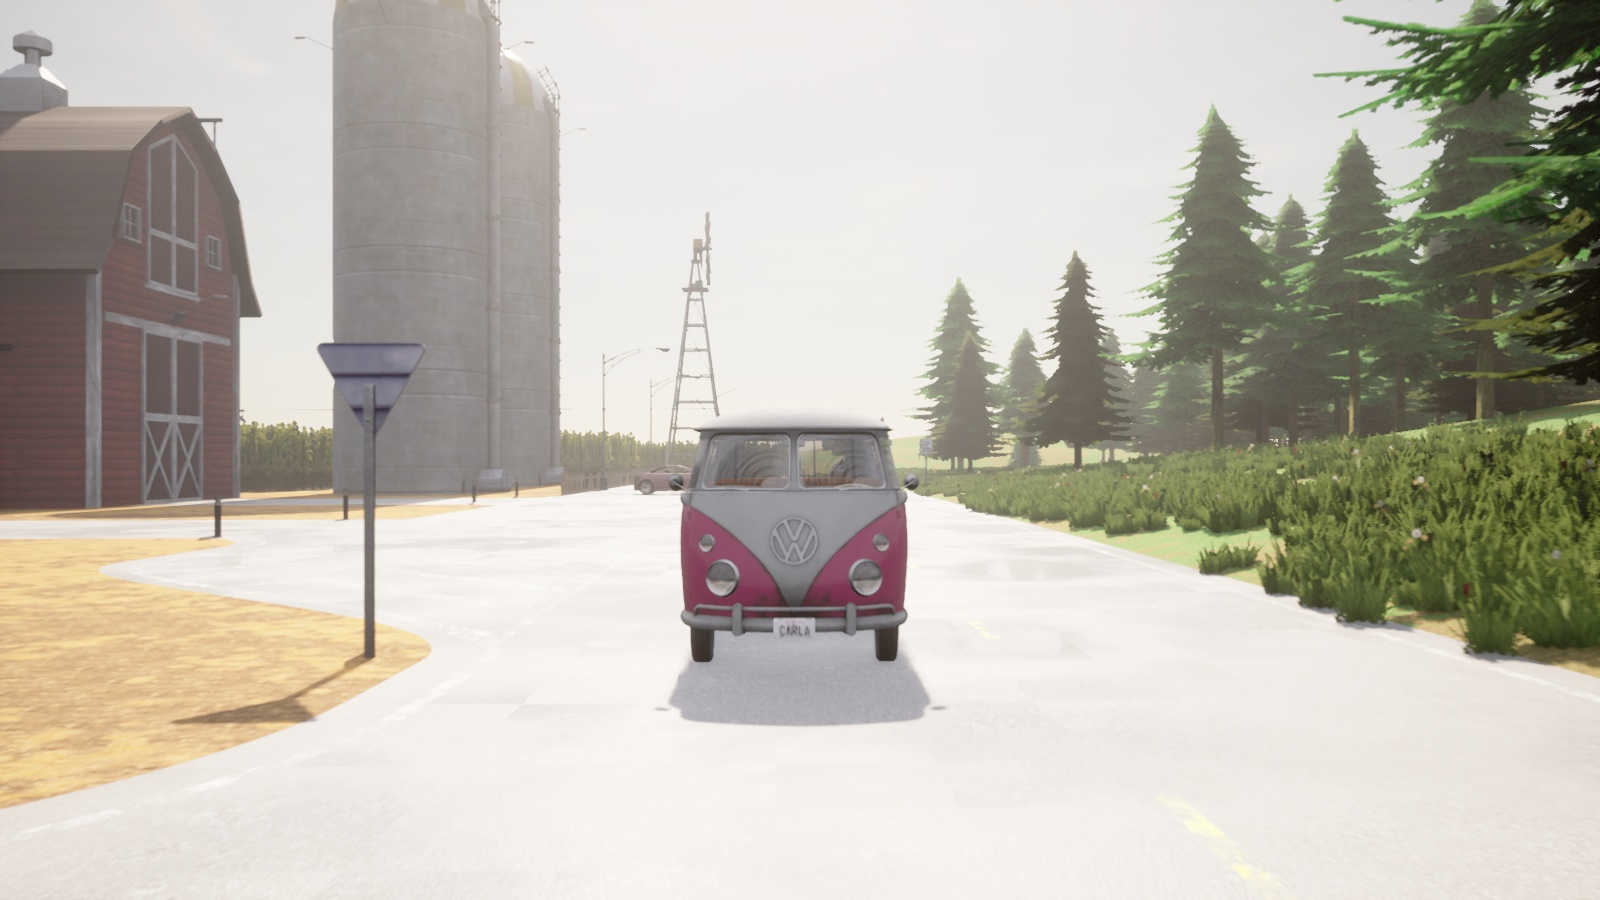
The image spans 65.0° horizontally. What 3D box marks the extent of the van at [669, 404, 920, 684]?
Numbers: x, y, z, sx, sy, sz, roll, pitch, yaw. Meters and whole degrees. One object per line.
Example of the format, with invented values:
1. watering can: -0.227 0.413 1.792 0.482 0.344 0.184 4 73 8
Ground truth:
1. van: -0.044 0.677 11.223 1.775 1.987 4.442 -1 0 0
